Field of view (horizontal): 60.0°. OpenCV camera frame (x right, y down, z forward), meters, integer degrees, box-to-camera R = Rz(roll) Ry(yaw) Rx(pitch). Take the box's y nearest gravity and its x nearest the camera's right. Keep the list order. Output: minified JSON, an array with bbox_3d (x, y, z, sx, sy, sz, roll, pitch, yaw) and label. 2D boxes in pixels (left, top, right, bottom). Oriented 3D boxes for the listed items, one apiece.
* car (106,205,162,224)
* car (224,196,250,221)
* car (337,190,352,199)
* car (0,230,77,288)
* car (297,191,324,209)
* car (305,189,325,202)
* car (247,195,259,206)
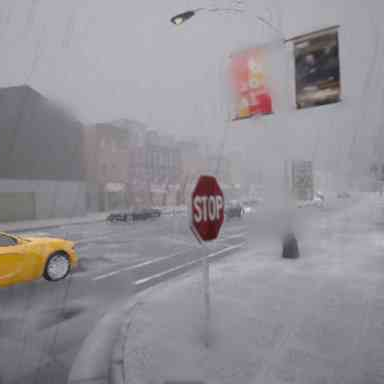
[{"bbox_3d":[-4.555,1.762,26.555,1.895,1.301,4.718,-3,-1,33],"label":"car"},{"bbox_3d":[2.289,1.345,24.914,1.837,1.490,4.892,-3,0,32],"label":"car"},{"bbox_3d":[26.809,0.366,58.482,2.128,1.511,4.902,-3,-1,32],"label":"car"},{"bbox_3d":[-4.868,1.464,7.140,1.882,1.535,5.008,-3,-1,32],"label":"car"},{"bbox_3d":[12.420,0.980,35.150,1.812,1.442,4.674,-3,0,32],"label":"car"},{"bbox_3d":[19.728,0.553,53.195,2.097,1.767,4.553,-3,0,32],"label":"car"},{"bbox_3d":[7.793,1.248,46.454,1.837,1.490,4.892,-3,-1,32],"label":"car"}]
